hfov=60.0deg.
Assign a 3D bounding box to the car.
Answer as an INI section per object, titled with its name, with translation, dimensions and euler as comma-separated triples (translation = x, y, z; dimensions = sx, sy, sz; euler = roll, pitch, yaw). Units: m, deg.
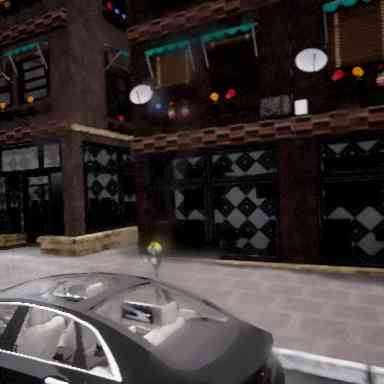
[car]
translation = -1.355, 1.537, 3.376
dimensions = 4.403, 1.369, 2.008
euler = -1, -1, 26
